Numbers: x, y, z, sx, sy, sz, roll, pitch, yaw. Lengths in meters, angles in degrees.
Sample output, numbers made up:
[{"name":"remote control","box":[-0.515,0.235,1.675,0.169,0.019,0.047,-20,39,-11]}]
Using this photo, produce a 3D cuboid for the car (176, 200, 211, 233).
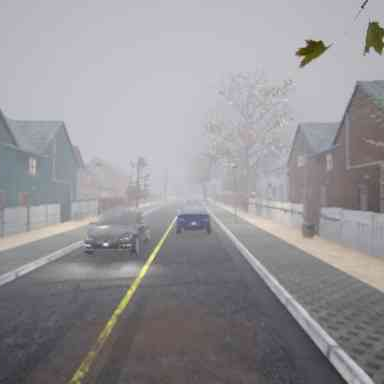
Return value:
[{"name":"car","box":[0.097,1.481,19.824,1.882,1.535,5.008,0,0,0]}]

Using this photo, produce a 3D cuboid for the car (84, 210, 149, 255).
[{"name":"car","box":[-2.854,1.509,13.441,1.837,1.490,4.892,0,0,0]}]

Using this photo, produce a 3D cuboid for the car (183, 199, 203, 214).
[{"name":"car","box":[0.093,1.549,37.141,2.033,1.411,5.357,0,0,0]}]
